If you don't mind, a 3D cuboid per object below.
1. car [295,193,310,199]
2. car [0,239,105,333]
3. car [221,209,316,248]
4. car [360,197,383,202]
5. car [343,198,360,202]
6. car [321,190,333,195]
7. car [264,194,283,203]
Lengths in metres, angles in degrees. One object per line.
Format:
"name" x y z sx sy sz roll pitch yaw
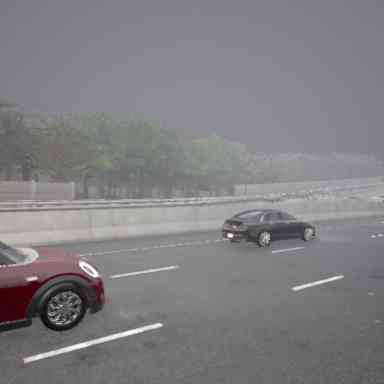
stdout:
"car" 24.000 0.837 71.946 1.895 1.301 4.718 0 2 38
"car" -3.779 1.352 5.346 4.553 1.767 2.097 0 0 -35
"car" 3.522 1.509 14.837 4.892 1.490 1.837 0 0 -35
"car" 27.414 1.538 49.325 4.674 1.442 1.812 0 0 -35
"car" 25.381 1.576 52.163 4.181 1.385 1.994 0 0 -35
"car" 34.086 0.115 84.134 1.994 1.385 4.181 0 3 41
"car" 14.505 1.180 59.299 1.882 1.535 5.008 0 1 36
